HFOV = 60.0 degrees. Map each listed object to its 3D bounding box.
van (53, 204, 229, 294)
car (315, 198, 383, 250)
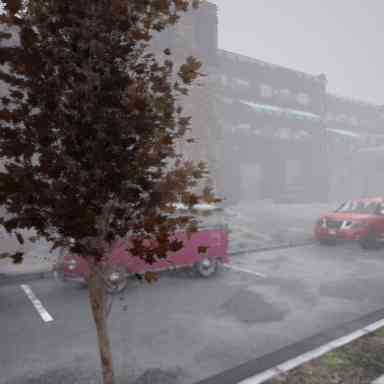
[{"bbox_3d":[-1.199,1.280,8.642,4.442,1.987,1.878,0,0,-35],"label":"van"},{"bbox_3d":[7.948,1.303,15.071,5.566,2.045,2.435,0,0,-35],"label":"car"}]
